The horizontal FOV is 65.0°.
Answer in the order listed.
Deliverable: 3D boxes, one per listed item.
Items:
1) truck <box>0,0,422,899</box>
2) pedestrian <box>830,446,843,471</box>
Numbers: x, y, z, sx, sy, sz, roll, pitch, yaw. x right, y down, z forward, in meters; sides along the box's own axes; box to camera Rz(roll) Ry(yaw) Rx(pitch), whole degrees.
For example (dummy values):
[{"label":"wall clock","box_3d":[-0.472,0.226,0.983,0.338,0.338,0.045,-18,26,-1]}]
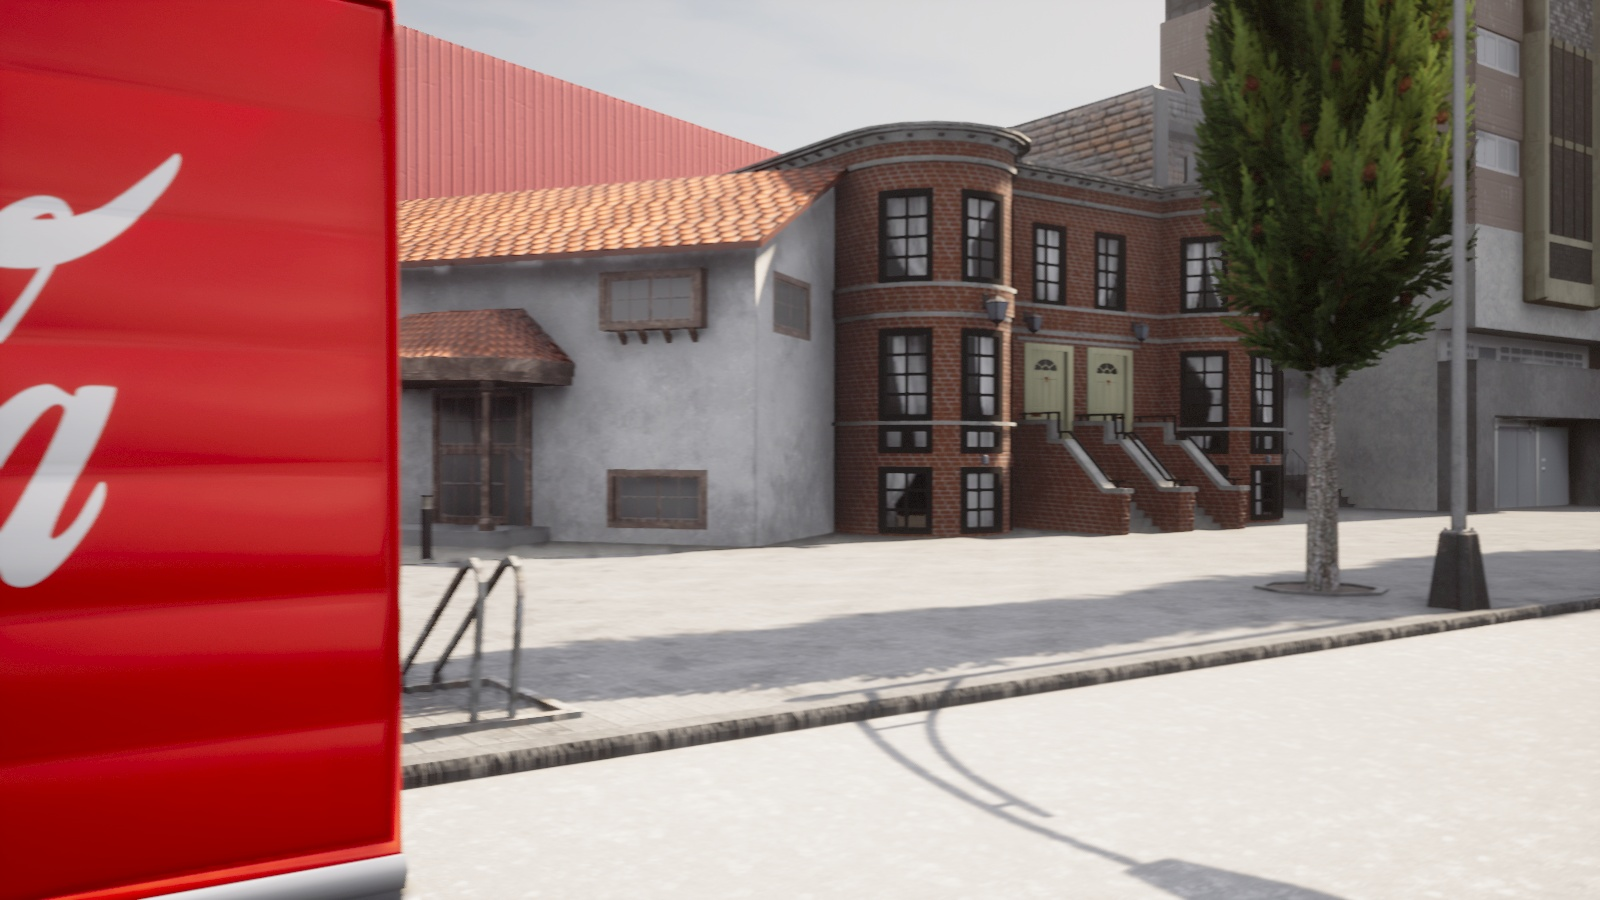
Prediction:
[{"label":"truck","box_3d":[-3.550,0.270,1.797,5.204,2.467,2.627,0,0,-35]},{"label":"pedestrian","box_3d":[2.864,0.692,99.141,0.659,1.952,0.873,0,0,-33]}]
